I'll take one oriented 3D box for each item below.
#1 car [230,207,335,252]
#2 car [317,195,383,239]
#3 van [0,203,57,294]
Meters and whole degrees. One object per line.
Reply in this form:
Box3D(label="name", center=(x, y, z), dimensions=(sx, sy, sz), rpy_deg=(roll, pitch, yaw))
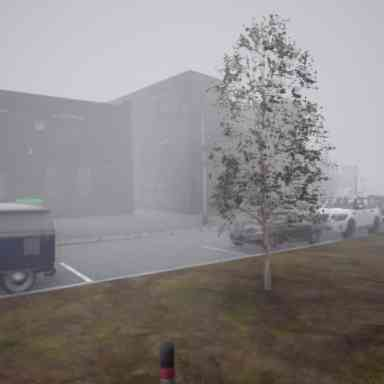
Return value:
Box3D(label="car", center=(3.646, 1.485, 13.808), dimensions=(4.674, 1.452, 2.002), rpy_deg=(1, 0, -39))
Box3D(label="car", center=(7.947, 1.194, 17.336), dimensions=(5.566, 2.045, 2.435), rpy_deg=(2, 0, -43))
Box3D(label="van", center=(-5.331, 1.210, 7.022), dimensions=(4.442, 1.987, 1.878), rpy_deg=(1, 0, -36))
